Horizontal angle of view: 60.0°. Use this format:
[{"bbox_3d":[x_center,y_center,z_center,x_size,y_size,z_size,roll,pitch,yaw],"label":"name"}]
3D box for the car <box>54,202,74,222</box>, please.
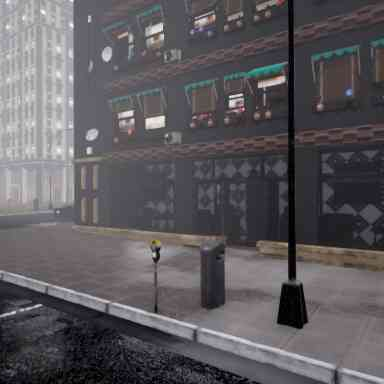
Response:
[{"bbox_3d":[-7.303,1.279,22.814,1.947,1.339,4.313,1,1,35],"label":"car"}]
